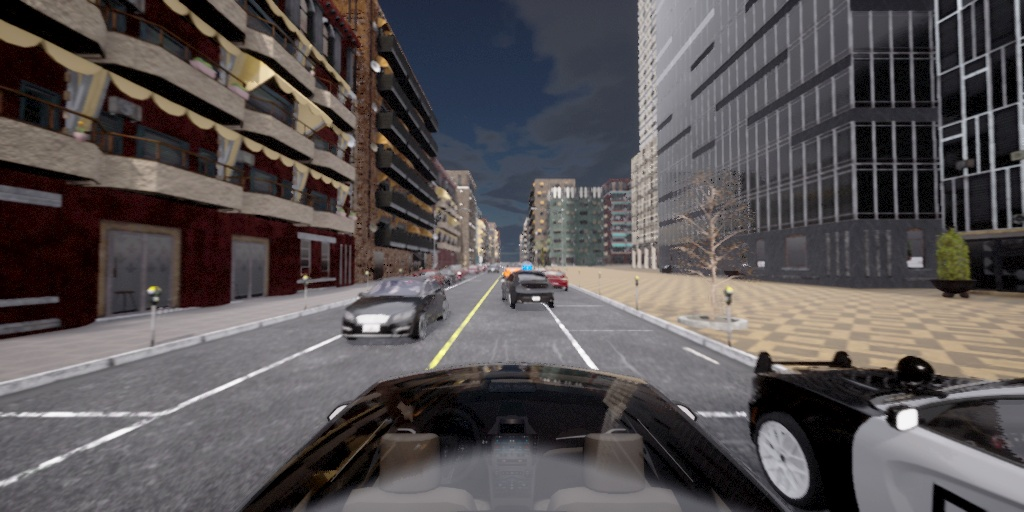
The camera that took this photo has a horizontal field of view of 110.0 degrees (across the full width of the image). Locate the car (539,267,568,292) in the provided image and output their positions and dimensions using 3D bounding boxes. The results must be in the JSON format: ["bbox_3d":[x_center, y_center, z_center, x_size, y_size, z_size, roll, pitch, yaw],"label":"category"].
[{"bbox_3d":[2.709,1.595,24.264,1.888,1.381,4.507,0,0,0],"label":"car"}]

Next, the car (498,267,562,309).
[{"bbox_3d":[0.623,1.449,16.345,1.837,1.490,4.892,0,-1,-8],"label":"car"}]

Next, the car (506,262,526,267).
[{"bbox_3d":[0.130,1.600,39.131,2.097,1.767,4.553,0,-1,0],"label":"car"}]

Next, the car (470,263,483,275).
[{"bbox_3d":[-5.647,2.004,52.119,1.802,1.307,4.207,0,0,0],"label":"car"}]

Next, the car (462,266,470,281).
[{"bbox_3d":[-5.662,1.638,35.411,1.967,1.591,4.097,0,0,0],"label":"car"}]

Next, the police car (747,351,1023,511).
[{"bbox_3d":[3.132,1.172,1.456,1.930,1.638,5.238,0,-1,0],"label":"police car"}]

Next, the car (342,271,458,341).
[{"bbox_3d":[-3.096,1.356,10.353,2.128,1.511,4.902,0,-1,0],"label":"car"}]

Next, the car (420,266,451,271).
[{"bbox_3d":[-5.672,1.594,24.273,1.888,1.381,4.507,0,0,0],"label":"car"}]

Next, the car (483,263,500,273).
[{"bbox_3d":[-2.955,1.989,57.471,2.128,1.511,4.902,0,-1,0],"label":"car"}]

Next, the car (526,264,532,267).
[{"bbox_3d":[2.719,1.749,35.402,2.007,1.370,4.403,0,0,0],"label":"car"}]

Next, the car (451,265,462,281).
[{"bbox_3d":[-5.667,1.689,29.842,1.948,1.339,4.313,0,0,0],"label":"car"}]
